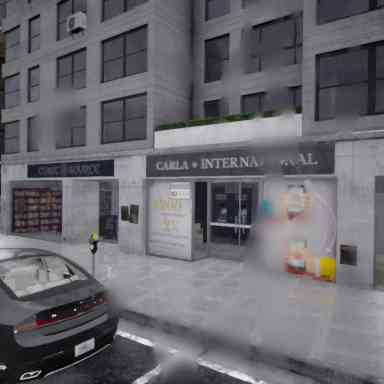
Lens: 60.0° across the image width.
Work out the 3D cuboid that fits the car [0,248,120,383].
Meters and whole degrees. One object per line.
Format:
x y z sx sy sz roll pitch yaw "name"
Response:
-3.011 1.550 5.095 4.403 1.369 2.008 0 1 35 "car"
